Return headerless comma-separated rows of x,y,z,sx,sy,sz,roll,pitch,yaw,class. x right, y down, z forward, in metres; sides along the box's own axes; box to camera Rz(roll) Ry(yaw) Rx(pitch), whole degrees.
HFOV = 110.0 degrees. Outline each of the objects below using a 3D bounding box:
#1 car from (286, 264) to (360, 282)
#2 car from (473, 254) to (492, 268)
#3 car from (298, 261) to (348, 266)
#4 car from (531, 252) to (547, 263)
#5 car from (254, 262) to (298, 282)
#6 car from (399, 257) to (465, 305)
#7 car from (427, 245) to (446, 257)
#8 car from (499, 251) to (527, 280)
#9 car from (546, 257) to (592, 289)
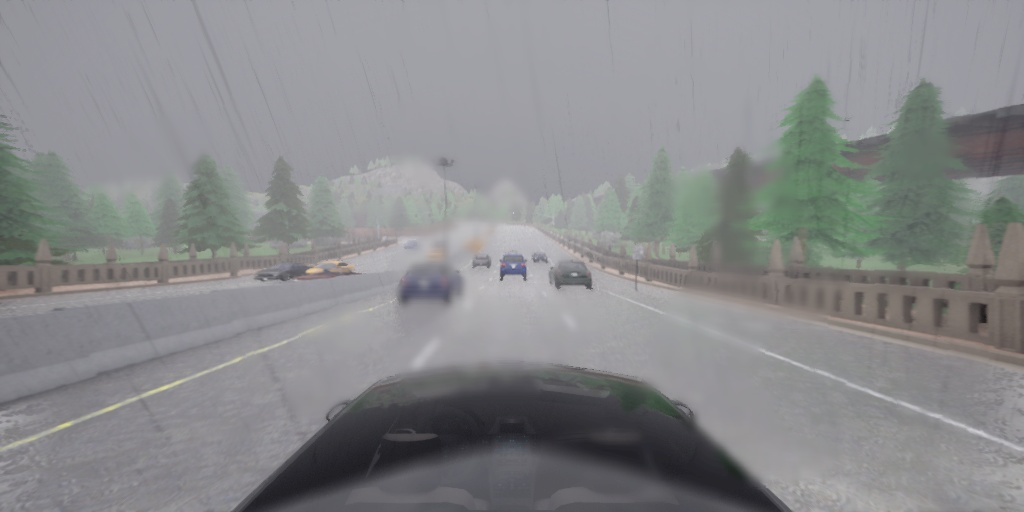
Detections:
-10.591,1.333,20.844,1.895,1.301,4.718,0,0,0,car
-3.384,0.509,41.725,2.128,1.511,4.902,0,4,0,car
-14.084,1.145,28.035,1.882,1.535,5.008,0,1,0,car
3.617,0.109,47.659,1.895,1.301,4.718,0,6,0,car
-17.585,1.212,28.208,2.033,1.411,5.357,0,1,0,car
-3.395,1.088,15.991,2.097,1.767,4.553,0,0,0,car
-10.536,-0.281,50.261,1.882,1.535,5.008,0,6,0,car
0.111,0.833,30.185,2.150,2.045,5.566,0,2,0,car
3.608,1.078,22.719,2.097,1.767,4.553,0,0,0,car
